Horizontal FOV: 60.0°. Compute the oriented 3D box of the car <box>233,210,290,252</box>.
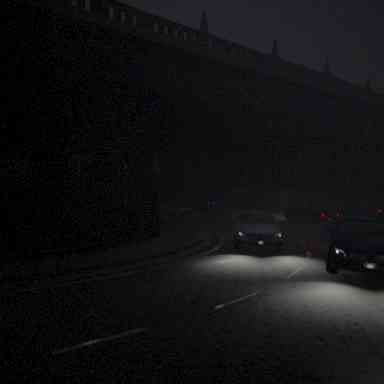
[{"bbox_3d":[2.757,1.527,14.181,1.812,1.442,4.674,1,0,7],"label":"car"}]

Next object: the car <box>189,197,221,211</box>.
[{"bbox_3d":[1.456,1.355,40.080,2.097,1.767,4.553,0,0,-32],"label":"car"}]

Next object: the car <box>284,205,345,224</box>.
[{"bbox_3d":[8.834,1.603,24.999,1.895,1.301,4.718,0,0,-17],"label":"car"}]

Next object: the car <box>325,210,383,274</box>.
[{"bbox_3d":[5.199,1.527,10.267,1.812,1.442,4.674,1,0,22],"label":"car"}]

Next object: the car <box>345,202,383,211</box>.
[{"bbox_3d":[12.461,1.494,24.565,2.128,1.511,4.902,0,0,-15],"label":"car"}]
